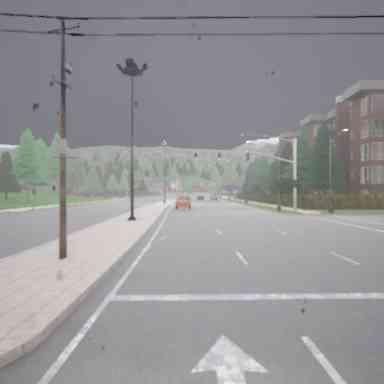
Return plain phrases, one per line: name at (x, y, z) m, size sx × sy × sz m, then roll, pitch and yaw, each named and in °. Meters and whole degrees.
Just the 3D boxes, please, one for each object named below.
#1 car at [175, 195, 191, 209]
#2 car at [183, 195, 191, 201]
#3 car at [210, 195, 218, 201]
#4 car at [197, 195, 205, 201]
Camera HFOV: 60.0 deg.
car at (-1.196, 1.374, 45.162) m, size 2.097 × 1.767 × 4.553 m, roll 0°, pitch 0°, yaw -1°
car at (-1.261, 1.567, 86.165) m, size 1.812 × 1.442 × 4.674 m, roll 0°, pitch 0°, yaw 0°
car at (5.739, 1.582, 86.498) m, size 2.033 × 1.411 × 5.357 m, roll 0°, pitch 0°, yaw 0°
car at (2.239, 1.520, 86.501) m, size 1.882 × 1.535 × 5.008 m, roll 0°, pitch 0°, yaw 0°
